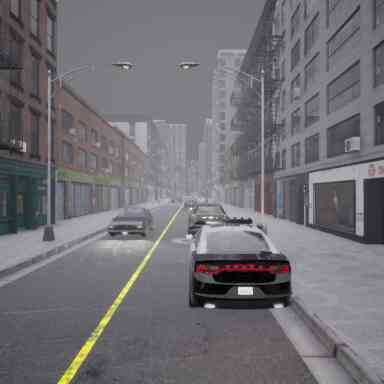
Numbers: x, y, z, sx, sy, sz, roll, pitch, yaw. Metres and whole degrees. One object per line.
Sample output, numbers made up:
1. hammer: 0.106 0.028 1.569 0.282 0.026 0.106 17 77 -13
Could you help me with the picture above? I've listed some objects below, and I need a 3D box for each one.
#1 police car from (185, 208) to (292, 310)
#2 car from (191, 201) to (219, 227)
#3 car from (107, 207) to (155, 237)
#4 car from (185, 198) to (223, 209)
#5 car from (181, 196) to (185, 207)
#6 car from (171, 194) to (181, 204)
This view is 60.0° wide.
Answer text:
1. police car: 0.876 1.429 8.081 1.930 1.638 5.238 0 0 0
2. car: 0.824 1.476 24.162 1.801 1.575 5.366 0 0 0
3. car: -3.157 1.560 18.326 2.033 1.411 5.357 0 0 0
4. car: 0.843 1.363 17.942 2.097 1.767 4.553 0 0 0
5. car: -0.112 1.557 46.874 2.128 1.511 4.902 0 0 0
6. car: -3.222 1.347 69.475 2.150 2.045 5.566 0 0 0
